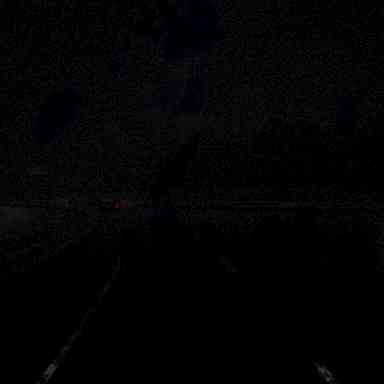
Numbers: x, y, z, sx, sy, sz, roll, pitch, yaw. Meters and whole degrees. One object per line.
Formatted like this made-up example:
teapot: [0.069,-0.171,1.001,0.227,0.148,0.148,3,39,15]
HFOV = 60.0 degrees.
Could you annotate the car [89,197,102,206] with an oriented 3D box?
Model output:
car: [-21.609,2.125,73.274,2.150,2.045,5.566,0,-1,-43]

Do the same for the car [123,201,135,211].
car: [-10.491,2.083,51.985,1.882,1.535,5.008,0,-1,-30]

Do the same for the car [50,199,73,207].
car: [-27.172,2.489,68.984,1.895,1.301,4.718,0,-1,-43]

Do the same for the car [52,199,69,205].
car: [-33.331,2.572,84.392,5.008,1.535,1.882,-1,-1,39]

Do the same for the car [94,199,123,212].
car: [-12.025,2.118,47.555,2.033,1.411,5.357,0,-1,-29]

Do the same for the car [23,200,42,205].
car: [-38.517,2.676,79.601,4.718,1.301,1.895,-1,-1,39]

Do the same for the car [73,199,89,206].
car: [-24.781,2.429,71.568,2.128,1.511,4.902,0,-1,-43]

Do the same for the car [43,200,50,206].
car: [-36.130,2.686,82.167,4.718,1.301,1.895,-1,-1,39]
